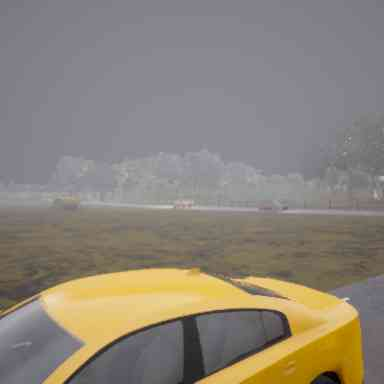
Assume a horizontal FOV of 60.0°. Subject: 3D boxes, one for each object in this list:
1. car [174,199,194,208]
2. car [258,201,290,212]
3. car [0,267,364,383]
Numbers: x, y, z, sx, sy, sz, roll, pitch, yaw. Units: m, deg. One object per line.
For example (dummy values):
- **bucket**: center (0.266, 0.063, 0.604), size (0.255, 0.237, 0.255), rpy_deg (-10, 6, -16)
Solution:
- **car**: center (-1.543, 2.063, 61.894), size (2.097, 1.767, 4.553), rpy_deg (-2, 0, -35)
- **car**: center (10.838, 1.855, 44.130), size (1.994, 1.385, 4.181), rpy_deg (-2, 0, -35)
- **car**: center (-0.652, 1.474, 2.605), size (5.008, 1.535, 1.882), rpy_deg (0, 0, -35)
